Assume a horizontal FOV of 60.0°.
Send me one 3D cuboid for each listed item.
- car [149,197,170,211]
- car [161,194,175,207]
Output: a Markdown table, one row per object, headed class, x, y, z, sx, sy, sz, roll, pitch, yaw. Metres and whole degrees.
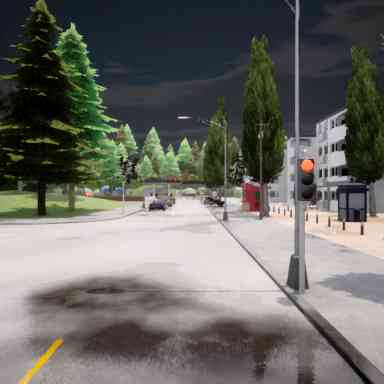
| class | x | y | z | sx | sy | sz | roll | pitch | yaw |
| --- | --- | --- | --- | --- | --- | --- | --- | --- | --- |
| car | -4.100 | 1.601 | 40.499 | 1.895 | 1.301 | 4.718 | 0 | 0 | 0 |
| car | -4.087 | 1.352 | 50.392 | 2.097 | 1.767 | 4.553 | 0 | 0 | 0 |
